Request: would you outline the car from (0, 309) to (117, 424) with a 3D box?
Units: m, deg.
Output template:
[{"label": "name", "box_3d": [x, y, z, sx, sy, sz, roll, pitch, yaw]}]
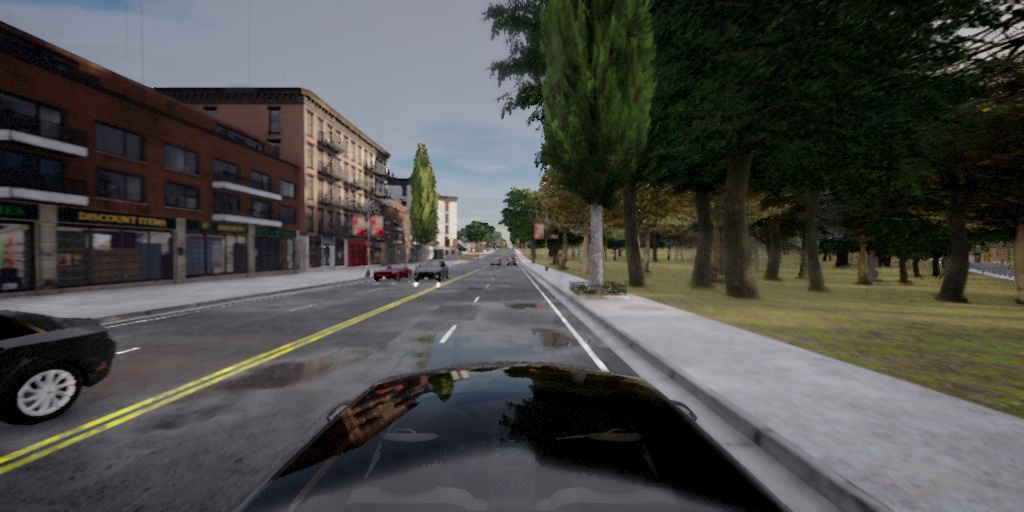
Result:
[{"label": "car", "box_3d": [-6.542, 1.260, 2.977, 1.837, 1.490, 4.892, 0, 0, 1]}]

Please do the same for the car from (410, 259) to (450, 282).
[{"label": "car", "box_3d": [-6.519, 1.116, 29.509, 2.097, 1.767, 4.553, 0, 0, 0]}]

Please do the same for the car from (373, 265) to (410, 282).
[{"label": "car", "box_3d": [-9.766, 1.367, 29.585, 1.895, 1.301, 4.718, 0, 0, 0]}]
